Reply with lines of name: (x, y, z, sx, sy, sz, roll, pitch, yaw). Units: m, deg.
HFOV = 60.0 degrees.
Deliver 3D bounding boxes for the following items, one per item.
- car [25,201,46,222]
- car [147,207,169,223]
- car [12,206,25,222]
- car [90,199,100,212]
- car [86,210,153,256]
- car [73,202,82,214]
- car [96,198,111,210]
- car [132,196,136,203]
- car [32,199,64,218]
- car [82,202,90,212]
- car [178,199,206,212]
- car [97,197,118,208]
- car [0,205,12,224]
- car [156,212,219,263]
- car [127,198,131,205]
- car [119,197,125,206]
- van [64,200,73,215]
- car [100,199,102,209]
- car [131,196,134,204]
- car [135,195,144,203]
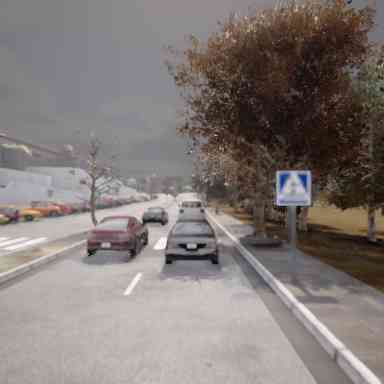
car: (-16.712, 1.947, 30.646, 5.366, 1.575, 1.946, 0, -1, -20)
car: (-2.994, 1.951, 27.528, 2.033, 1.411, 5.357, 0, -1, 0)
car: (-16.914, 1.926, 27.584, 4.792, 1.488, 2.163, 0, -1, -20)
car: (-16.707, 2.204, 48.555, 5.366, 1.575, 1.946, -1, -1, -20)
car: (-2.974, 1.705, 13.891, 1.812, 1.442, 4.674, 0, -1, 1)
car: (-16.876, 2.180, 42.514, 4.674, 1.452, 2.002, 0, -1, -20)
car: (-16.871, 2.315, 57.439, 4.674, 1.452, 2.002, -1, 0, -20)
car: (-16.839, 2.389, 81.341, 4.792, 1.488, 2.163, -1, 0, -20)
car: (-16.856, 1.928, 36.557, 4.553, 1.767, 2.185, 0, -1, -20)
car: (-16.906, 2.209, 45.486, 4.792, 1.488, 2.163, -1, -1, -20)
car: (0.007, 1.629, 27.596, 2.150, 2.045, 5.566, 0, -1, 0)
car: (-16.903, 2.040, 60.412, 5.566, 2.045, 2.435, -1, 0, -20)
car: (-16.716, 1.838, 24.681, 5.366, 1.575, 1.946, 0, -1, -20)
car: (0.008, 1.709, 12.545, 2.033, 1.411, 5.357, 0, -1, 0)
car: (-16.840, 2.215, 75.351, 4.553, 1.767, 2.185, -1, 0, -20)
car: (-16.850, 2.060, 66.408, 5.566, 2.045, 2.435, -1, 0, -20)
van: (-16.777, 1.874, 39.585, 4.442, 1.987, 1.878, 0, -1, -20)
car: (-16.850, 2.265, 51.482, 4.792, 1.488, 2.163, -1, -1, -20)
car: (-16.861, 2.390, 78.323, 4.674, 1.452, 2.002, -1, 0, -20)
car: (-16.834, 2.428, 93.347, 4.792, 1.488, 2.163, -1, 0, -20)
